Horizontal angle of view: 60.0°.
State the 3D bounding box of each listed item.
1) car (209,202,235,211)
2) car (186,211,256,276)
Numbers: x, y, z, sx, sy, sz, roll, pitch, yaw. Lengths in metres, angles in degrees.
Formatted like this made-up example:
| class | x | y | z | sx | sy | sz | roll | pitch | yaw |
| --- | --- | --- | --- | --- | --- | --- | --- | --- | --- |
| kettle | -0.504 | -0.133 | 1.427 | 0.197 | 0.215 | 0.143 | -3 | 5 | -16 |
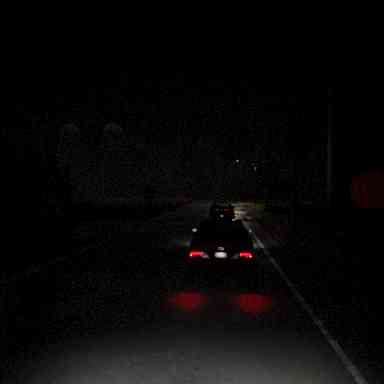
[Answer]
| class | x | y | z | sx | sy | sz | roll | pitch | yaw |
| --- | --- | --- | --- | --- | --- | --- | --- | --- | --- |
| car | 2.333 | 1.481 | 25.854 | 2.128 | 1.511 | 4.902 | 0 | 0 | 5 |
| car | 0.923 | 1.543 | 10.399 | 2.033 | 1.411 | 5.357 | 0 | 0 | 5 |
